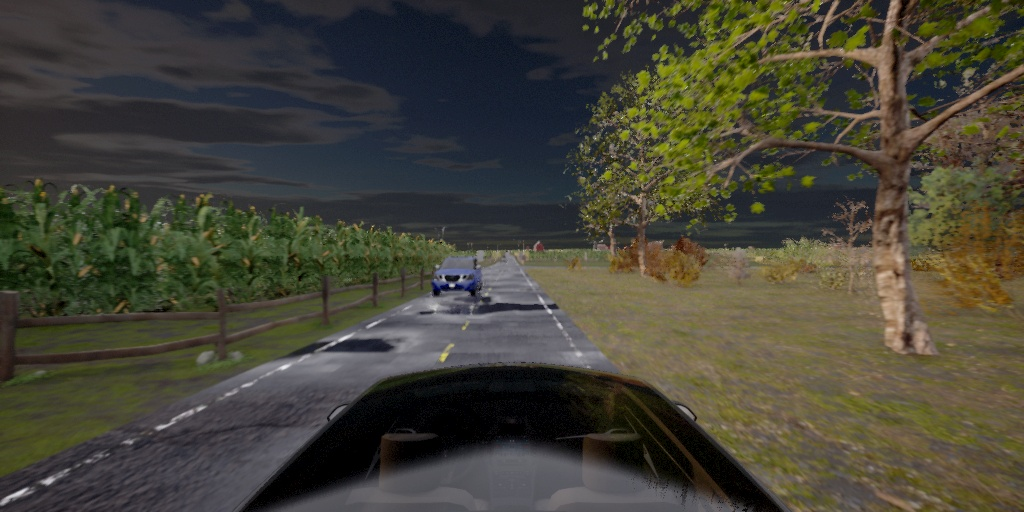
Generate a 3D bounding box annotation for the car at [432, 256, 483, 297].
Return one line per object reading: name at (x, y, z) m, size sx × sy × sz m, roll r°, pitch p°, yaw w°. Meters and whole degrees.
car at (-2.847, 1.038, 19.759) m, size 2.150 × 2.045 × 5.566 m, roll 0°, pitch 0°, yaw 0°
